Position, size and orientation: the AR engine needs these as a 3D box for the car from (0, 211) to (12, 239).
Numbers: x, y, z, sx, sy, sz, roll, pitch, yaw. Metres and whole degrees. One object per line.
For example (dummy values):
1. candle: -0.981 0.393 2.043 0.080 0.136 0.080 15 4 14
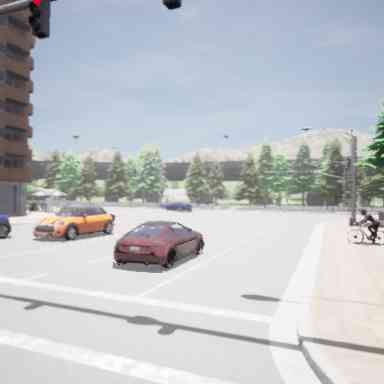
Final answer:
1. car: -11.168 1.465 15.879 2.097 1.767 4.553 0 -1 24

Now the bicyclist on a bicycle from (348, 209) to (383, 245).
1. bicyclist on a bicycle: 8.108 1.636 15.382 1.656 1.620 0.582 0 -1 22

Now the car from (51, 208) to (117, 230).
1. car: -7.687 1.879 24.162 1.895 1.301 4.718 0 -1 23

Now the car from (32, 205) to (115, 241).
1. car: -6.360 1.557 18.225 2.097 1.767 4.553 0 -1 22

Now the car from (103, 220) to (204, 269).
1. car: -1.033 1.739 12.049 1.994 1.385 4.181 0 -1 21

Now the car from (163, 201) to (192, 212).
1. car: -2.236 2.150 49.555 5.008 1.535 1.882 0 -1 43
